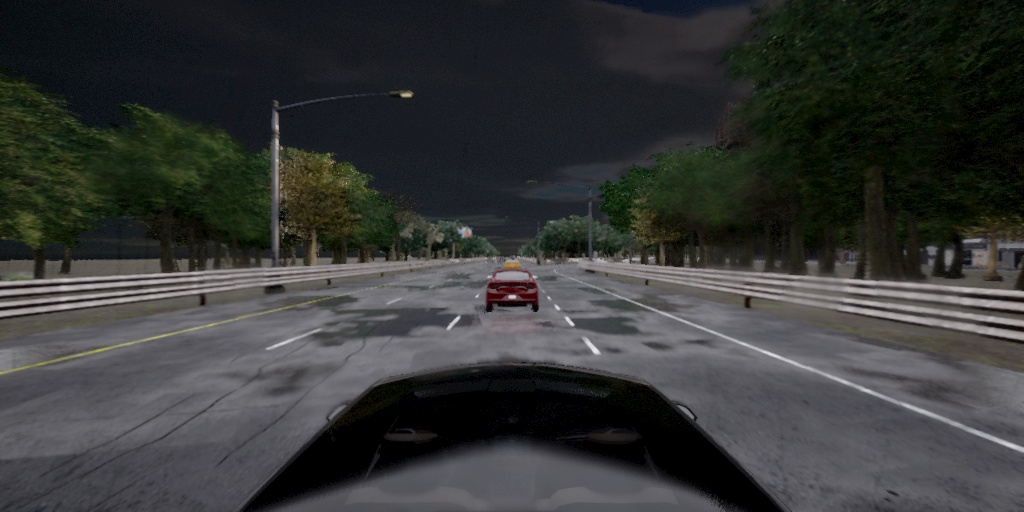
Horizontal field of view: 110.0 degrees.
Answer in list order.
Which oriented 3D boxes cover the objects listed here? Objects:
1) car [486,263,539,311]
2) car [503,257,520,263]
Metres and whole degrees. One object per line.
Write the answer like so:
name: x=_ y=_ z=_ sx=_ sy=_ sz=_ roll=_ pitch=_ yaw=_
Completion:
car: x=0.013 y=1.230 z=14.606 sx=1.882 sy=1.535 sz=5.008 roll=0 pitch=0 yaw=0
car: x=0.054 y=1.235 z=50.701 sx=1.882 sy=1.535 sz=5.008 roll=0 pitch=0 yaw=0
